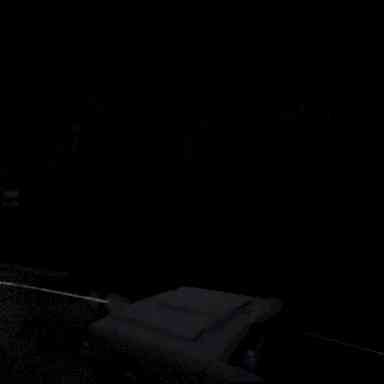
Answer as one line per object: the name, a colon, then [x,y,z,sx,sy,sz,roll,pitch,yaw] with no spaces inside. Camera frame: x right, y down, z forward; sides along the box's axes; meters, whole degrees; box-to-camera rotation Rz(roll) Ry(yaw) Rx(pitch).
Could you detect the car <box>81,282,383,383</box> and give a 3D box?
car: [1.127,1.602,3.097,4.718,1.301,1.895,0,0,34]
